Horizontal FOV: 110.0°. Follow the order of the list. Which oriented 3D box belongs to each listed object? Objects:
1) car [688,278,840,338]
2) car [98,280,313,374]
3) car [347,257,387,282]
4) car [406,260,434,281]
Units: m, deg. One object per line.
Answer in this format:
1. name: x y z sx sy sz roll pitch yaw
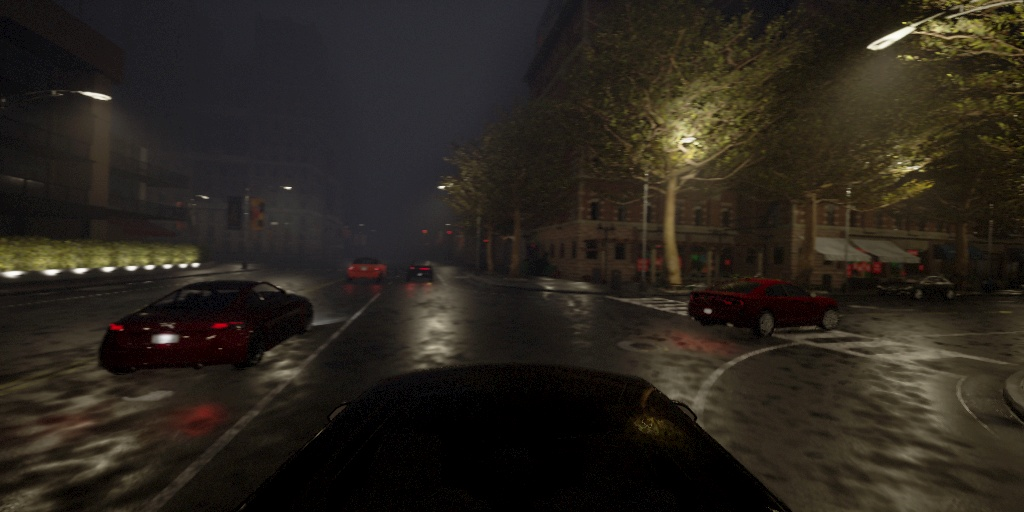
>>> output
1. car: 7.727 1.441 10.956 5.008 1.535 1.882 2 -1 -23
2. car: -5.548 1.163 7.195 1.994 1.385 4.181 2 0 -14
3. car: -10.074 0.831 25.244 2.097 1.767 4.553 2 0 -14
4. car: -6.932 1.056 27.081 2.128 1.511 4.902 2 0 -14
